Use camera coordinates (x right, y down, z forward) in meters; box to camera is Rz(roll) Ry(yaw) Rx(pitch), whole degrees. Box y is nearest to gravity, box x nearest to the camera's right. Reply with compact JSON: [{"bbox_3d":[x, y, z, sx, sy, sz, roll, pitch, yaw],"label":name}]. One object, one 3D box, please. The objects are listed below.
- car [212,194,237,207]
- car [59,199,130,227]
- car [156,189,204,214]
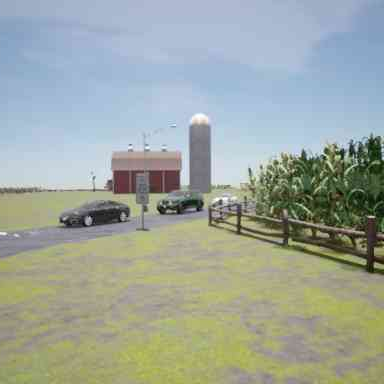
[{"bbox_3d":[3.875,0.934,38.574,1.812,1.442,4.674,-1,1,26],"label":"car"},{"bbox_3d":[-5.967,1.261,20.892,1.837,1.490,4.892,-1,1,32],"label":"car"},{"bbox_3d":[-0.892,0.807,29.457,2.150,2.045,5.566,-1,1,29],"label":"car"}]
